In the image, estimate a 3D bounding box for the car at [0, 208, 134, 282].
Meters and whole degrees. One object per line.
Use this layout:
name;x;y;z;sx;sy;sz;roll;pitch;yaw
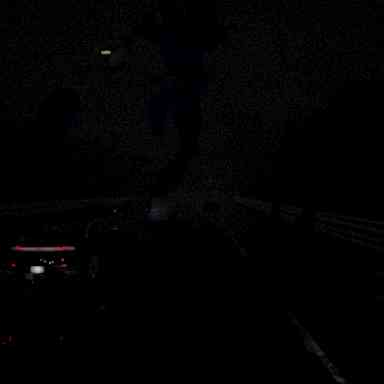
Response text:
car;-3.299;1.452;9.596;2.128;1.511;4.902;0;0;1

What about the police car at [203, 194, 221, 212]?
police car;2.221;1.324;37.828;1.930;1.638;5.238;0;0;4

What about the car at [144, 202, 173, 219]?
car;-2.741;1.477;27.781;1.994;1.385;4.181;0;0;3

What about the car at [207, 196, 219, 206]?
car;3.374;1.394;53.429;1.812;1.442;4.674;0;0;5

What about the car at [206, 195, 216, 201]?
car;4.173;1.297;72.225;1.994;1.385;4.181;0;0;7

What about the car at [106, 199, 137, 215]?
car;-6.168;1.383;29.513;1.882;1.535;5.008;0;0;3

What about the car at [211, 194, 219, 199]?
car;6.122;1.149;87.748;1.812;1.442;4.674;0;0;8

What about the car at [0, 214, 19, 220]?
car;-6.763;1.475;11.562;1.812;1.442;4.674;0;0;1

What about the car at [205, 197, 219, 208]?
car;2.893;1.405;47.541;1.812;1.442;4.674;0;0;4
